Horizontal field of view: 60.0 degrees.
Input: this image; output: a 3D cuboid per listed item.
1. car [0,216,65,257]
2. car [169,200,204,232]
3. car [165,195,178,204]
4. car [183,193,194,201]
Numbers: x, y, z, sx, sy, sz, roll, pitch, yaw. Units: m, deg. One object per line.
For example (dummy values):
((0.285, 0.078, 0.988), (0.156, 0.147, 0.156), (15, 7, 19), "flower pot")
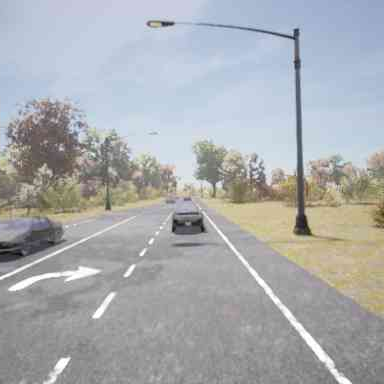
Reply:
((-7.150, 1.756, 14.093), (2.033, 1.411, 5.357), (-2, 0, 0), "car")
((-0.254, 1.527, 20.629), (2.128, 1.511, 4.902), (-2, 0, -1), "car")
((-4.521, 1.652, 69.131), (1.837, 1.490, 4.892), (-2, 0, 0), "car")
((-1.214, 1.577, 83.771), (2.128, 1.511, 4.902), (-2, 0, -1), "car")
